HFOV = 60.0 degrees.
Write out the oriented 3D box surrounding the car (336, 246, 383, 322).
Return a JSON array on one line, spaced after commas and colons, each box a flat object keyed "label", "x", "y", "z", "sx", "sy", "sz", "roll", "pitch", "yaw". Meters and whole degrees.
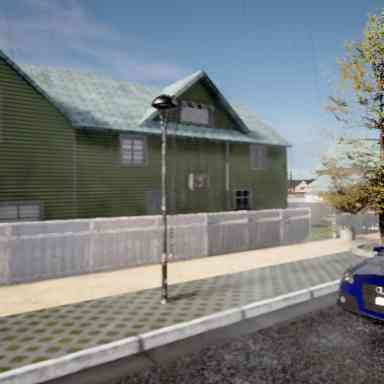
[{"label": "car", "x": 4.665, "y": 1.558, "z": 6.386, "sx": 4.181, "sy": 1.385, "sz": 1.994, "roll": 0, "pitch": 0, "yaw": -35}]
